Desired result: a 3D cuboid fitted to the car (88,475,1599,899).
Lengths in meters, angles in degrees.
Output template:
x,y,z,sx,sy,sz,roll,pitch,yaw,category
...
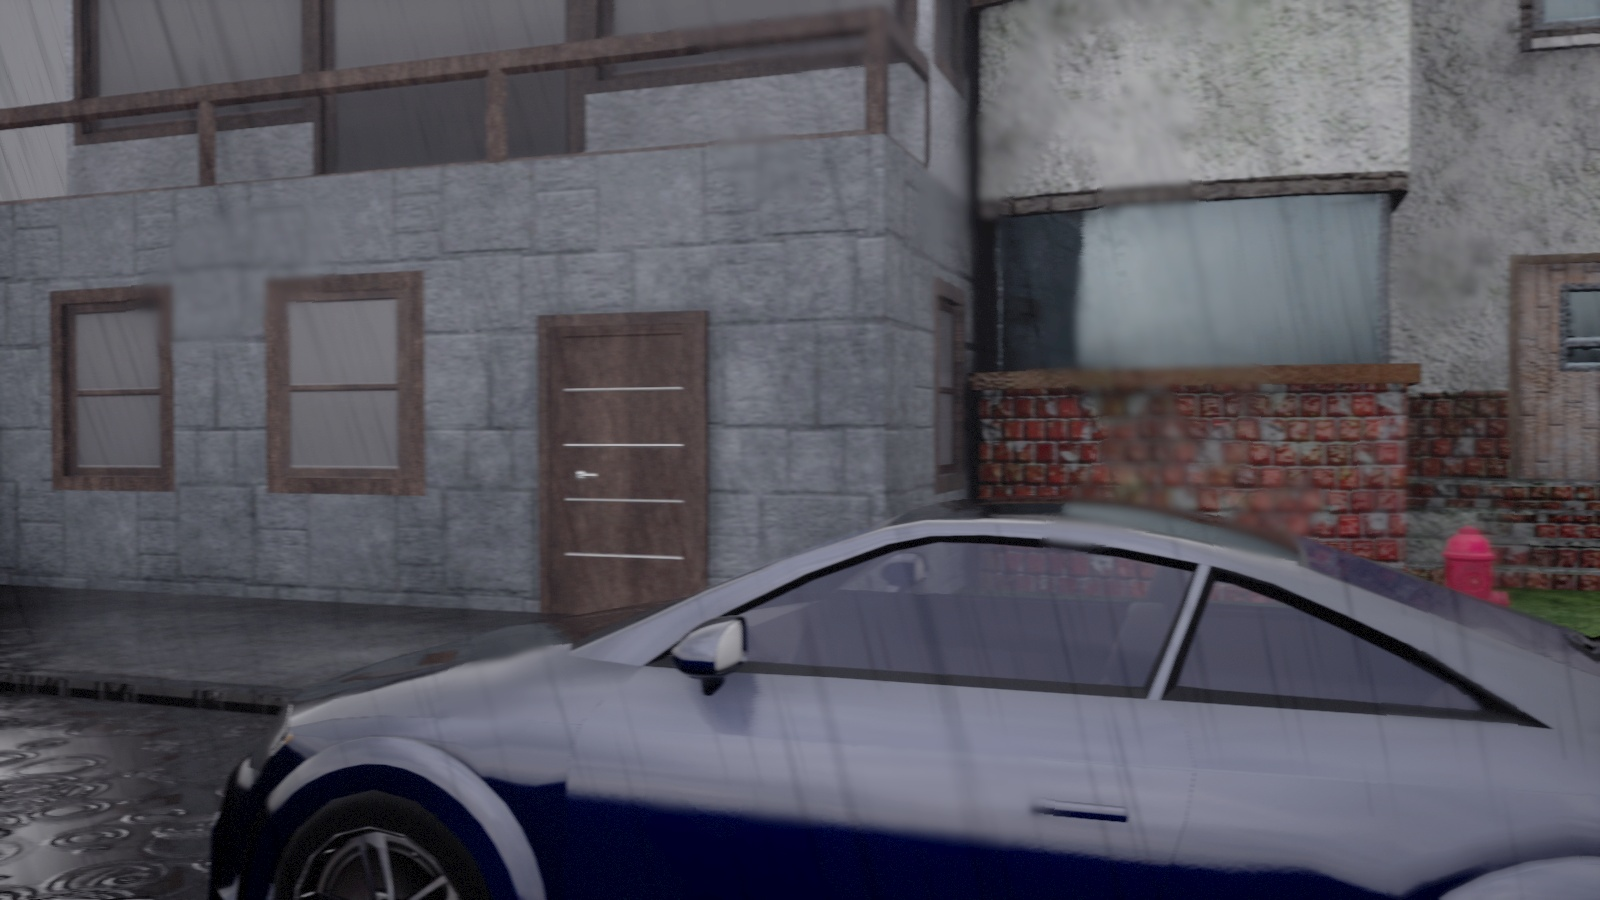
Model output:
x,y,z,sx,sy,sz,roll,pitch,yaw,category
0.393,0.831,3.608,4.181,1.385,1.994,1,1,20,car
